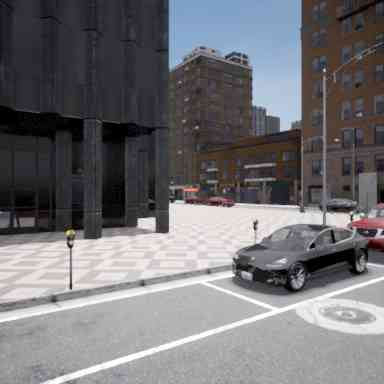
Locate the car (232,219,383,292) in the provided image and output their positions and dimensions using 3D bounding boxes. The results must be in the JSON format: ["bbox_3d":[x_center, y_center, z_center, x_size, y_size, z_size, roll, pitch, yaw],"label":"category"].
[{"bbox_3d":[3.039,1.564,8.944,4.313,1.339,1.947,0,0,-36],"label":"car"}]

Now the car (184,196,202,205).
[{"bbox_3d":[0.435,1.411,58.465,1.882,1.535,5.008,0,0,-35],"label":"car"}]

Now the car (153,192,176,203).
[{"bbox_3d":[-5.577,1.126,67.076,2.150,2.045,5.566,0,0,-35],"label":"car"}]

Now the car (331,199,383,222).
[{"bbox_3d":[7.627,1.311,12.225,5.009,1.841,2.192,0,0,-36],"label":"car"}]

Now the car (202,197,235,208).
[{"bbox_3d":[4.047,1.428,47.742,1.882,1.535,5.008,0,0,-35],"label":"car"}]

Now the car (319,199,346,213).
[{"bbox_3d":[14.759,1.440,32.245,2.128,1.511,4.902,0,0,-36],"label":"car"}]

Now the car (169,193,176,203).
[{"bbox_3d":[-4.707,1.018,60.548,1.882,1.535,5.008,0,0,-35],"label":"car"}]
